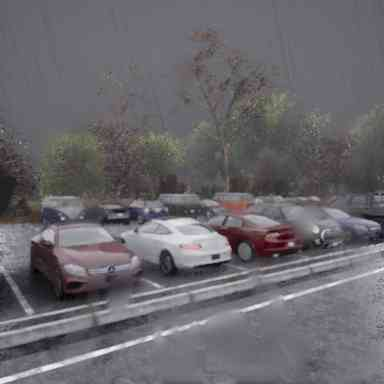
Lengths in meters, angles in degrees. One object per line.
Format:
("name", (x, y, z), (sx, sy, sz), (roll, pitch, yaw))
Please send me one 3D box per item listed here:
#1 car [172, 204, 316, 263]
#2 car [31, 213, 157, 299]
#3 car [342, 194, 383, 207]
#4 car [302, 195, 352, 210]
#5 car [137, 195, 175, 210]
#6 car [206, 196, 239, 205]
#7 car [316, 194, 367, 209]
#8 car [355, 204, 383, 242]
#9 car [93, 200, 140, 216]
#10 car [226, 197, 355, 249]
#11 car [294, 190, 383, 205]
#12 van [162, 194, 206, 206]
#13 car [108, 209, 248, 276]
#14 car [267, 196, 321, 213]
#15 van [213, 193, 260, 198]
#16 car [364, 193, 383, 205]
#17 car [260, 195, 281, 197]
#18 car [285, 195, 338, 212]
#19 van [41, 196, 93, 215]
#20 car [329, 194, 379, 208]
("car", (1.592, 1.440, 12.134), (2.097, 1.535, 5.008), (-1, 1, -35))
("car", (-3.023, 1.547, 8.859), (2.002, 1.452, 4.674), (-1, 1, -35))
("car", (21.862, 1.014, 41.989), (2.231, 1.521, 4.892), (-1, 1, -35))
("car", (14.941, 1.149, 37.104), (2.163, 1.488, 4.792), (-1, 1, -35))
("car", (-3.530, 1.281, 23.887), (2.185, 1.767, 4.553), (-1, 1, -35))
("car", (1.153, 1.334, 27.264), (2.231, 1.521, 4.892), (-1, 1, -35))
("car", (17.261, 1.084, 38.714), (2.097, 1.535, 5.008), (-1, 1, -35))
("car", (6.192, 1.409, 15.418), (2.002, 1.452, 4.674), (-1, 1, -35))
("car", (-5.763, 1.470, 22.376), (2.163, 1.488, 4.792), (-1, 0, -35))
("car", (3.871, 1.279, 13.802), (2.185, 1.767, 4.553), (-1, 1, -35))
("car", (8.476, 1.082, 17.075), (2.435, 2.045, 5.566), (-1, 1, -35))
("van", (-1.216, 1.143, 25.716), (1.878, 1.987, 4.442), (-1, 0, -35))
("car", (-0.711, 1.516, 10.499), (2.002, 1.452, 4.674), (-1, 1, -35))
("car", (10.259, 1.192, 33.730), (2.097, 1.535, 5.008), (-1, 0, -35))
("van", (3.389, 1.072, 28.989), (1.878, 1.987, 4.442), (-1, 1, -35))
("car", (26.453, 0.939, 45.275), (2.231, 1.521, 4.892), (-1, 1, -35))
("car", (5.653, 1.263, 30.464), (2.097, 1.535, 5.008), (-1, 1, -35))
("car", (12.554, 1.157, 35.375), (2.097, 1.535, 5.008), (-1, 1, -35))
("van", (-7.981, 1.250, 20.614), (1.878, 1.987, 4.442), (-1, 1, -35))
("car", (19.562, 1.048, 40.351), (2.097, 1.535, 5.008), (-1, 1, -35))
